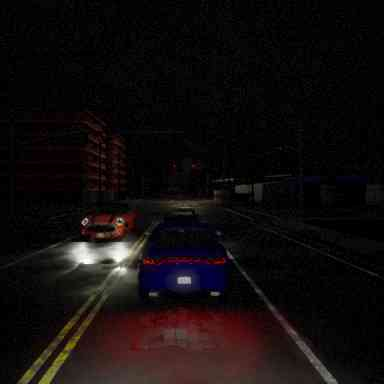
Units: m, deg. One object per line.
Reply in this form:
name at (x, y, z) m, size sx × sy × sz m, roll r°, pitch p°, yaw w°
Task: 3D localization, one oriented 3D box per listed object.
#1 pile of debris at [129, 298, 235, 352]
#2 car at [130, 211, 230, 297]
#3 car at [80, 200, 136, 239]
pile of debris at (-0.175, 2.175, 5.638) m, size 1.500 × 0.140 × 1.860 m, roll 0°, pitch 0°, yaw -2°
car at (-0.216, 1.478, 8.609) m, size 1.882 × 1.535 × 5.008 m, roll 0°, pitch 0°, yaw -2°
car at (-4.163, 1.351, 17.120) m, size 2.097 × 1.767 × 4.553 m, roll 0°, pitch 0°, yaw -2°
